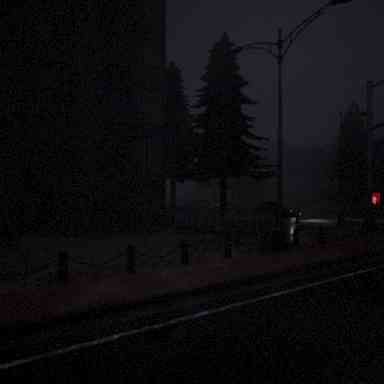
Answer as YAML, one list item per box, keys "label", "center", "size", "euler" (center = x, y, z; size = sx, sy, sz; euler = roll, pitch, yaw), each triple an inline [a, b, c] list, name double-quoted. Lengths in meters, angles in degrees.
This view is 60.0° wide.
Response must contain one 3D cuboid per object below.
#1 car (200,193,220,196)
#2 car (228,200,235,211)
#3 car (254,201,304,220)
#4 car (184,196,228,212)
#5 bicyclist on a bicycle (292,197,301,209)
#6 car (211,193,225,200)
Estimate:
- label: "car"
  center: [5.226, 1.207, 92.457]
  size: [1.932, 1.855, 4.605]
  euler: [0, 0, -37]
- label: "car"
  center: [3.184, 1.562, 41.385]
  size: [1.837, 1.490, 4.892]
  euler: [0, 0, -37]
- label: "car"
  center: [7.569, 1.579, 29.487]
  size: [1.812, 1.442, 4.674]
  euler: [0, 0, -38]
- label: "car"
  center: [1.368, 1.530, 37.677]
  size: [1.882, 1.535, 5.008]
  euler: [0, 0, -37]
- label: "bicyclist on a bicycle"
  center: [11.510, 1.366, 36.649]
  size: [1.656, 1.620, 0.582]
  euler: [0, 0, -37]
- label: "car"
  center: [7.315, 1.191, 94.519]
  size: [1.905, 1.878, 3.866]
  euler: [0, 0, -37]
